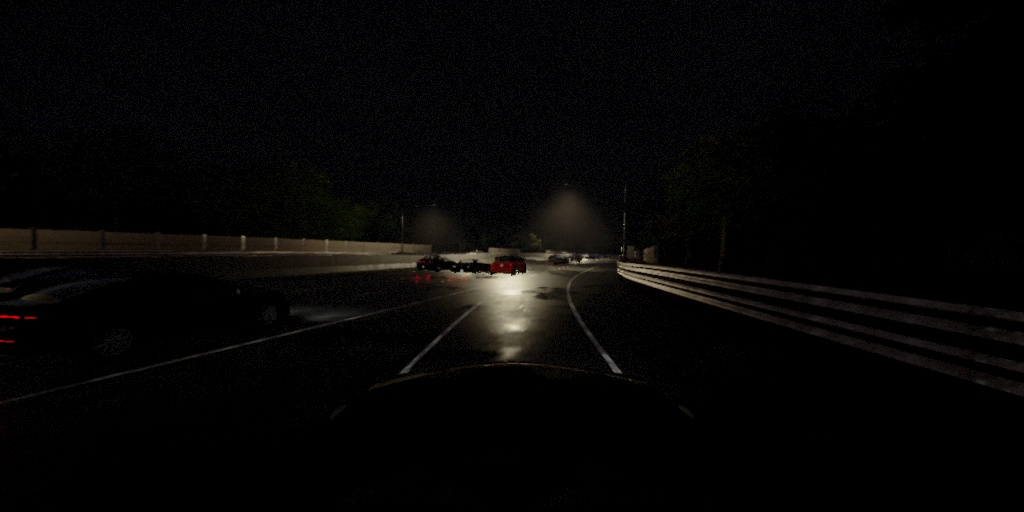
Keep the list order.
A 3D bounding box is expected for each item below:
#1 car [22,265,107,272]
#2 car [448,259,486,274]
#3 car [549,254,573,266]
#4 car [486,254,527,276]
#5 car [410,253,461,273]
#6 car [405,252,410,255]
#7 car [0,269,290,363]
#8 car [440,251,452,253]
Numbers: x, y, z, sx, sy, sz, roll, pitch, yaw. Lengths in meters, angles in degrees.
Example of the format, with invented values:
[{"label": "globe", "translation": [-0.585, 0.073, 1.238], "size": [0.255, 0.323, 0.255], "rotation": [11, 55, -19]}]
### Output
[{"label": "car", "translation": [-13.667, 0.973, 11.462], "size": [1.994, 1.385, 4.181], "rotation": [1, 1, 18]}, {"label": "car", "translation": [-3.505, 0.900, 31.854], "size": [1.895, 1.301, 4.718], "rotation": [1, 1, 18]}, {"label": "car", "translation": [7.672, 0.652, 55.417], "size": [2.128, 1.511, 4.902], "rotation": [1, 1, 18]}, {"label": "car", "translation": [-0.185, 0.738, 30.724], "size": [2.097, 1.767, 4.553], "rotation": [1, 1, 18]}, {"label": "car", "translation": [-6.842, 0.704, 32.892], "size": [2.128, 1.511, 4.902], "rotation": [1, 1, 18]}, {"label": "car", "translation": [-15.945, 0.124, 62.041], "size": [1.994, 1.385, 4.181], "rotation": [2, 1, 18]}, {"label": "car", "translation": [-7.449, 1.098, 7.913], "size": [1.837, 1.490, 4.892], "rotation": [1, 1, 18]}, {"label": "car", "translation": [-12.616, 0.152, 60.972], "size": [1.837, 1.490, 4.892], "rotation": [2, 1, 18]}]
